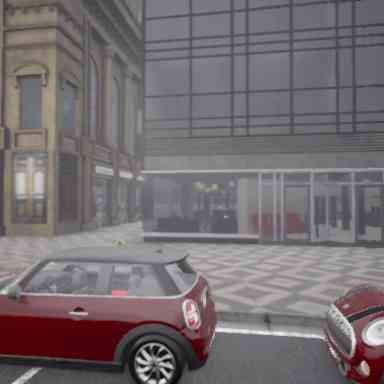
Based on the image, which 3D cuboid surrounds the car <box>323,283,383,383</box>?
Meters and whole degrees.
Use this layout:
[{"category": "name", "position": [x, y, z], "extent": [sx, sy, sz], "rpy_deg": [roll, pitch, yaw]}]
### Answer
[{"category": "car", "position": [3.822, 1.556, 4.105], "extent": [4.097, 1.590, 1.967], "rpy_deg": [0, -1, 9]}]

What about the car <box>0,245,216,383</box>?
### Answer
[{"category": "car", "position": [-1.745, 1.563, 4.998], "extent": [4.097, 1.590, 1.967], "rpy_deg": [0, -1, 9]}]
